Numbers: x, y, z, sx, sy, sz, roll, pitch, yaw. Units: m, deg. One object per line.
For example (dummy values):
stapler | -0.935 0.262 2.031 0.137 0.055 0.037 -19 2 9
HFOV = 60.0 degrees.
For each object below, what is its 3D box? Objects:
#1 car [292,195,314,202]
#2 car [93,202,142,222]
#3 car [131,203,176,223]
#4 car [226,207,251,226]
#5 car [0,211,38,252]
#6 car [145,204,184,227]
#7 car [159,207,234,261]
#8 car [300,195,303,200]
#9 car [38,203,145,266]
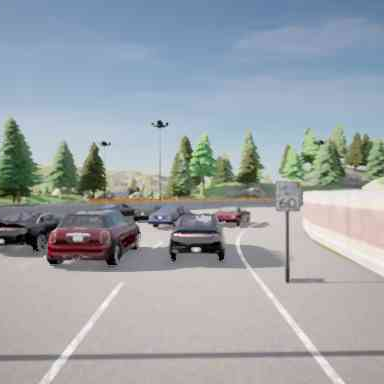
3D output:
car | 26.315 1.522 78.837 4.553 1.767 2.097 -1 0 -10
car | -6.400 1.674 29.126 1.812 1.442 4.674 0 0 23
car | -3.101 1.706 27.941 1.994 1.385 4.181 0 0 23
car | 3.041 1.728 24.638 1.895 1.301 4.718 0 0 22
car | -6.579 1.564 14.308 2.128 1.511 4.902 0 0 5
car | -1.217 1.667 23.263 2.033 1.411 5.357 0 0 19
car | 0.278 1.556 12.556 2.128 1.511 4.902 0 0 4
car | 26.268 1.657 75.277 4.892 1.490 1.837 -1 0 -10
car | -3.259 1.414 11.957 2.097 1.767 4.553 0 0 3
